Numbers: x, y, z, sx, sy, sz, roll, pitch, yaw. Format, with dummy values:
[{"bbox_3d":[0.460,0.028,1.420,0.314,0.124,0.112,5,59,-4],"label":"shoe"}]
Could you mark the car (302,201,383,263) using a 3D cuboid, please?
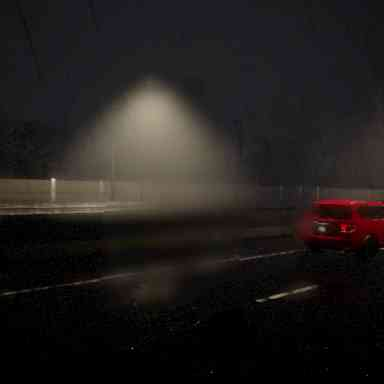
[{"bbox_3d":[6.615,1.360,12.861,5.566,2.045,2.150,0,0,-35],"label":"car"}]
